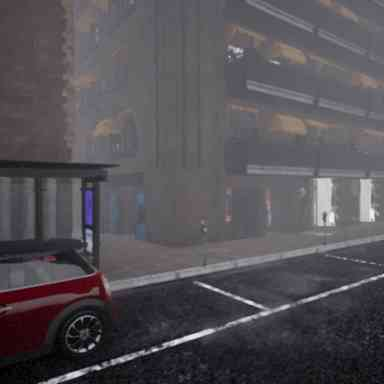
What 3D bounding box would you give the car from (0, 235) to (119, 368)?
[{"bbox_3d":[-3.161,1.441,4.304,4.097,1.590,1.967,-1,0,-35],"label":"car"}]
